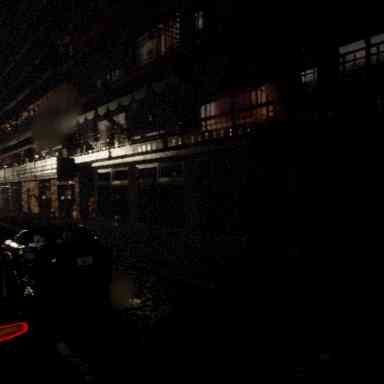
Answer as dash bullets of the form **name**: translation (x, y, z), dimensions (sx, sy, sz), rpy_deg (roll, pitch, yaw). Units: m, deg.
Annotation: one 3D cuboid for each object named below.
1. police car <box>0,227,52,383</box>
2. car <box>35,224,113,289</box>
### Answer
- **police car**: translation (-3.390, 1.412, 4.858), dimensions (1.930, 1.638, 5.238), rpy_deg (-2, 1, -29)
- **car**: translation (-3.591, 1.490, 8.556), dimensions (1.947, 1.339, 4.313), rpy_deg (-3, 1, -40)
